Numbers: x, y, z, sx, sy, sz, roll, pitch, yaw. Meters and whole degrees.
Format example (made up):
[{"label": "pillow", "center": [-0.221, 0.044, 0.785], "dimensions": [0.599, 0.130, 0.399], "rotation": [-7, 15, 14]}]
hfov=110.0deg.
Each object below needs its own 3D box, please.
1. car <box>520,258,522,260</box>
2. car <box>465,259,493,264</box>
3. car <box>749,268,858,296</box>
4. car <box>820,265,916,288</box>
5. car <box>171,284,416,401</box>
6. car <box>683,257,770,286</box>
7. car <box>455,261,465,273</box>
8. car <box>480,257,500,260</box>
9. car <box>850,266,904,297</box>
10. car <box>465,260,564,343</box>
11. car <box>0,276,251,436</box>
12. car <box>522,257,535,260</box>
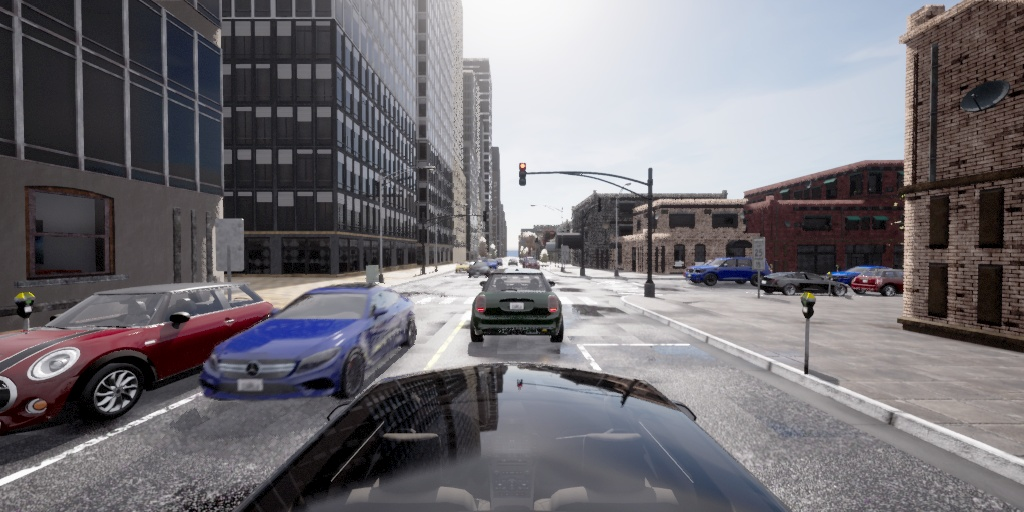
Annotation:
[{"label": "car", "center": [2.774, 1.052, 60.384], "dimensions": [2.192, 1.841, 5.009], "rotation": [0, 0, 0]}, {"label": "car", "center": [-3.050, 1.267, 34.107], "dimensions": [1.812, 1.442, 4.674], "rotation": [0, 0, 0]}, {"label": "car", "center": [16.438, 1.547, 20.415], "dimensions": [4.313, 1.339, 1.948], "rotation": [0, 0, 1]}, {"label": "car", "center": [25.733, 1.456, 26.063], "dimensions": [5.008, 1.535, 1.882], "rotation": [1, 1, 1]}, {"label": "car", "center": [-3.094, 1.274, 6.575], "dimensions": [1.812, 1.442, 4.674], "rotation": [0, 0, 0]}, {"label": "car", "center": [15.765, 1.105, 26.203], "dimensions": [5.566, 2.045, 2.150], "rotation": [1, 1, 1]}, {"label": "car", "center": [-5.769, 1.265, 43.349], "dimensions": [1.751, 1.417, 4.829], "rotation": [0, 0, 0]}, {"label": "car", "center": [-3.027, 1.216, 50.164], "dimensions": [1.882, 1.535, 5.008], "rotation": [0, 0, 0]}, {"label": "car", "center": [21.986, 1.474, 20.336], "dimensions": [4.097, 1.591, 1.967], "rotation": [0, 0, 1]}, {"label": "car", "center": [0.147, 1.100, 9.871], "dimensions": [2.097, 1.767, 4.553], "rotation": [0, 0, 1]}, {"label": "car", "center": [-5.686, 1.189, 5.572], "dimensions": [1.967, 1.591, 4.097], "rotation": [0, 0, 0]}, {"label": "car", "center": [2.758, 1.179, 49.096], "dimensions": [1.967, 1.591, 4.097], "rotation": [0, 0, 0]}]
